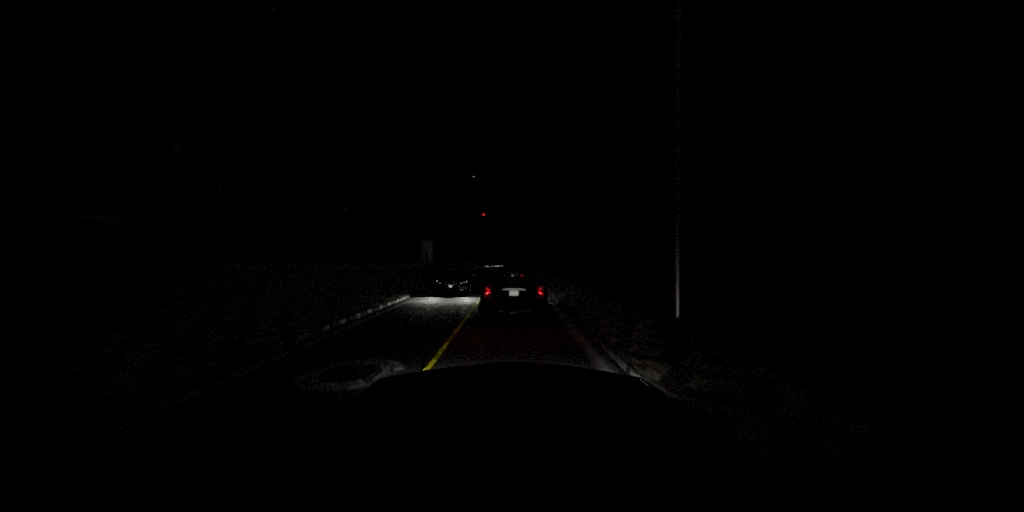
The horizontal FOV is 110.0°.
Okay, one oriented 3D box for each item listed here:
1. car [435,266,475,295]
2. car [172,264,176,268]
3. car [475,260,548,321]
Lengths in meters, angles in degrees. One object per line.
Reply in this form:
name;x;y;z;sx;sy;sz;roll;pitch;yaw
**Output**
car;-3.094;1.315;20.478;1.837;1.490;4.892;0;-1;0
car;-41.047;1.253;46.123;4.892;1.490;1.837;1;0;2
car;0.068;1.137;12.711;2.097;1.767;4.553;0;0;0
